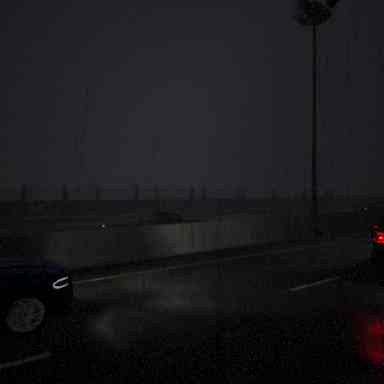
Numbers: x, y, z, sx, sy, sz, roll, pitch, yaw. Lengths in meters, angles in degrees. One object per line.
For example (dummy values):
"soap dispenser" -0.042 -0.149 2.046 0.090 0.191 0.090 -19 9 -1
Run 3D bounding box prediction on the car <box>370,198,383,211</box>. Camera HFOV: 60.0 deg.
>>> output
"car" 25.541 1.616 43.595 4.892 1.490 1.837 1 -1 -35

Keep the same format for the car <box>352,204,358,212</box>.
"car" 18.454 1.582 34.303 4.892 1.490 1.837 1 0 -35

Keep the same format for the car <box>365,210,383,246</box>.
"car" 10.428 1.575 15.476 5.357 1.411 2.033 0 0 -35

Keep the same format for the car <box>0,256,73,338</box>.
"car" -4.392 1.478 4.912 5.008 1.535 1.882 0 0 -35

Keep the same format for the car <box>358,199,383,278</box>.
"car" 6.897 1.236 8.661 5.566 2.045 2.150 0 0 -35

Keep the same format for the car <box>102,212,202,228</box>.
"car" -1.809 1.611 15.595 4.718 1.301 1.895 0 0 -35
